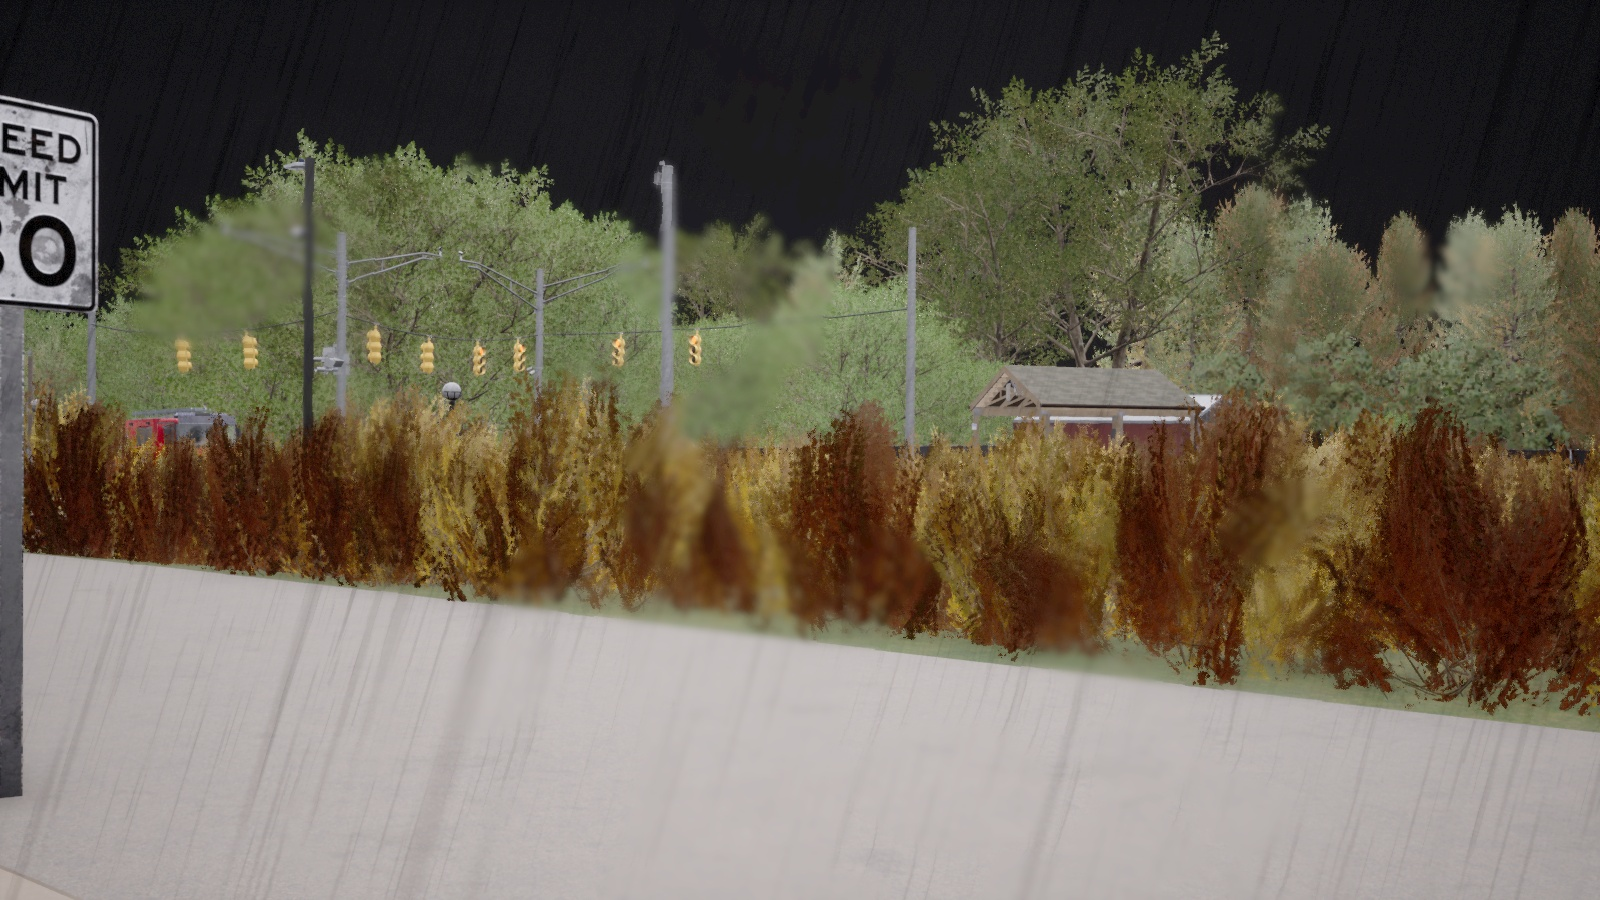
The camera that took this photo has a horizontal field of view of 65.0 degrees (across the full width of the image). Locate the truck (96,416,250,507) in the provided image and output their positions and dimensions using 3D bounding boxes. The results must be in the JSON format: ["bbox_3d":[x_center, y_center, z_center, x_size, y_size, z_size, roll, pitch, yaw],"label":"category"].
[{"bbox_3d":[-28.516,0.575,56.941,8.468,3.827,2.891,-2,0,39],"label":"truck"}]
